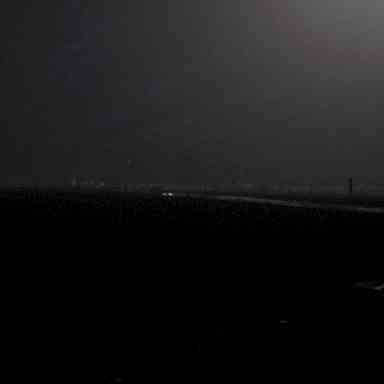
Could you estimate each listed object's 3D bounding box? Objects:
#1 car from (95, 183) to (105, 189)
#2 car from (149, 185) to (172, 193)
[{"bbox_3d":[-24.960,-1.657,90.416,1.812,1.442,4.674,-1,1,-36],"label":"car"},{"bbox_3d":[-5.746,-0.454,59.171,2.033,1.411,5.357,-1,3,-36],"label":"car"}]
